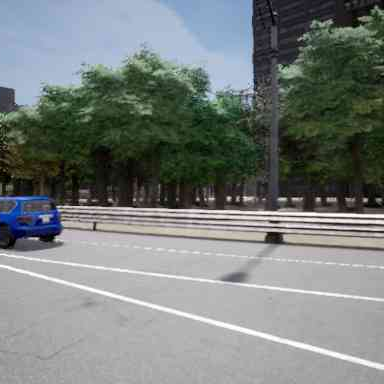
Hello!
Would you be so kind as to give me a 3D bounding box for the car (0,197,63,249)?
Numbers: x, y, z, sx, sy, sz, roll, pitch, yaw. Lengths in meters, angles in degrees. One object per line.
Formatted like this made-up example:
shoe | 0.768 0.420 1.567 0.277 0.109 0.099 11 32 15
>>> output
car | -8.246 1.231 14.824 5.566 2.045 2.150 0 0 30
